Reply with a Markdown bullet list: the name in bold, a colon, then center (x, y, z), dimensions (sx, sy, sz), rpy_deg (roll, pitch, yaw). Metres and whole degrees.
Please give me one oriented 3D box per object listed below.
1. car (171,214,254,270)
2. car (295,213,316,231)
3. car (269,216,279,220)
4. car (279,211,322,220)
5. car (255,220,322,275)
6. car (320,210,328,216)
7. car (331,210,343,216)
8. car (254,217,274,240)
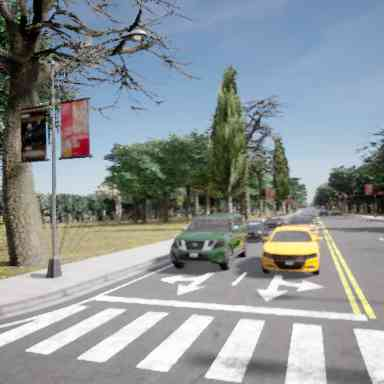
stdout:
- **car**: center (0.998, 1.999, 14.396), dimensions (2.150, 2.045, 5.566), rpy_deg (-3, -3, 20)
- **car**: center (11.714, 3.032, 34.170), dimensions (1.882, 1.535, 5.008), rpy_deg (-3, -3, 20)
- **car**: center (8.931, 3.294, 35.975), dimensions (1.994, 1.385, 4.181), rpy_deg (-3, -3, 21)
- **car**: center (7.262, 2.366, 22.055), dimensions (2.097, 1.767, 4.553), rpy_deg (-3, -3, 20)
- **car**: center (3.924, 2.094, 12.903), dimensions (1.882, 1.535, 5.008), rpy_deg (-3, -3, 20)
- **car**: center (34.399, 5.556, 86.488), dimensions (1.837, 1.490, 4.892), rpy_deg (-3, -4, 20)
- **car**: center (37.592, 5.457, 85.763), dimensions (1.812, 1.442, 4.674), rpy_deg (-3, -4, 20)
- **car**: center (4.364, 2.740, 23.552), dimensions (1.994, 1.385, 4.181), rpy_deg (-3, -3, 20)
